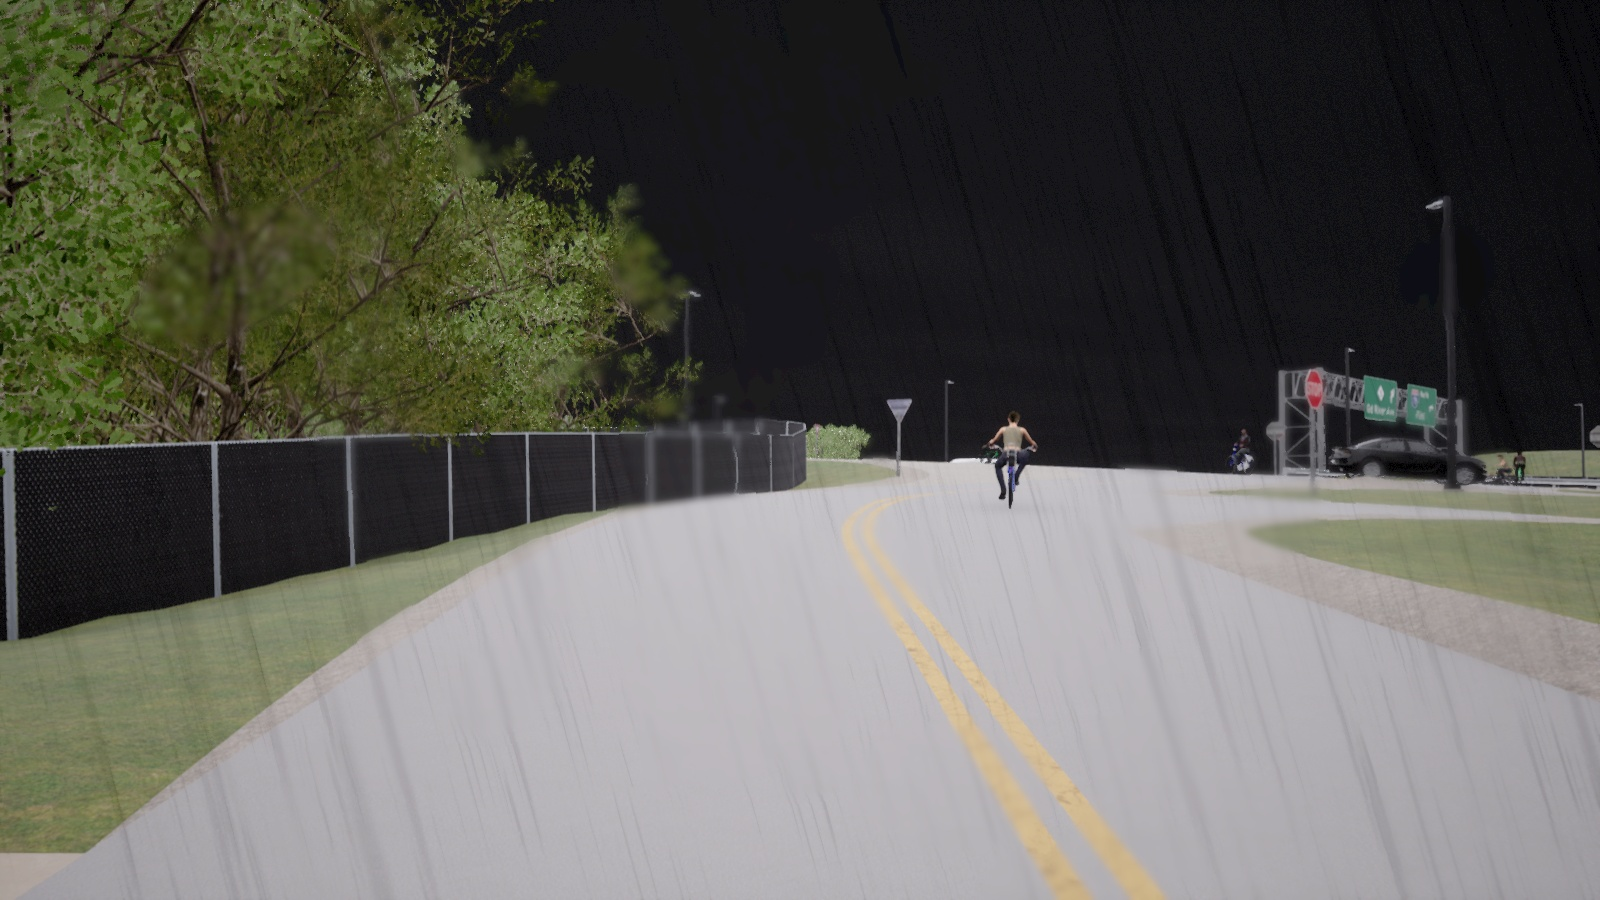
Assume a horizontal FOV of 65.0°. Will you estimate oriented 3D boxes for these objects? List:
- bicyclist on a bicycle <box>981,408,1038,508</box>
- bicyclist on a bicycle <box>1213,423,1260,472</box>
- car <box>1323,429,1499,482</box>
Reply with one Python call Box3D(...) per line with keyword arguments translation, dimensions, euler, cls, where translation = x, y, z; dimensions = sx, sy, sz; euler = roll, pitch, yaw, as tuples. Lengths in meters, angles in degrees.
Box3D(translation=(3.546, 0.118, 21.175), dimensions=(0.866, 1.612, 1.509), euler=(2, 1, 11), cls="bicyclist on a bicycle")
Box3D(translation=(16.678, -0.082, 47.975), dimensions=(1.843, 1.776, 0.659), euler=(3, 0, -35), cls="bicyclist on a bicycle")
Box3D(translation=(20.724, 0.193, 42.754), dimensions=(5.008, 1.535, 1.882), euler=(3, -1, 6), cls="car")
